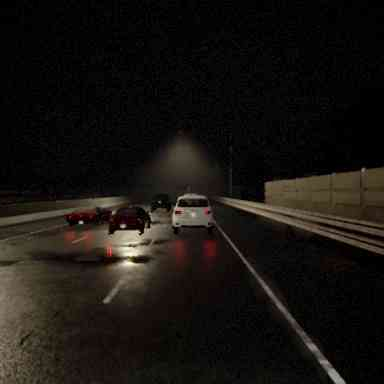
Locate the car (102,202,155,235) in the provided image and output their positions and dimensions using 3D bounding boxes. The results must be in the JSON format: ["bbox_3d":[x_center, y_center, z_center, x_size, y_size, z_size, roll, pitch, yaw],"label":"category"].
[{"bbox_3d":[-3.447,1.532,18.900,1.812,1.442,4.674,0,0,0],"label":"car"}]

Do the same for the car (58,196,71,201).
[{"bbox_3d":[-24.975,1.515,66.009,2.128,1.511,4.902,0,0,-1],"label":"car"}]

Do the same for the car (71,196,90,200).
[{"bbox_3d":[-21.465,1.493,65.241,1.837,1.490,4.892,0,0,-1],"label":"car"}]

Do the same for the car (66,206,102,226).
[{"bbox_3d":[-6.967,1.609,23.054,1.895,1.301,4.718,0,0,0],"label":"car"}]

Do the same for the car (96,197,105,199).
[{"bbox_3d":[-17.966,1.590,65.278,1.895,1.301,4.718,0,0,-1],"label":"car"}]

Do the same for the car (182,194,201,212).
[{"bbox_3d":[-0.078,1.237,39.462,2.150,2.045,5.566,0,0,0],"label":"car"}]

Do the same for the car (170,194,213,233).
[{"bbox_3d":[0.050,1.228,19.677,2.150,2.045,5.566,0,0,0],"label":"car"}]

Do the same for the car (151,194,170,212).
[{"bbox_3d":[-3.578,1.237,39.438,2.150,2.045,5.566,0,0,0],"label":"car"}]
